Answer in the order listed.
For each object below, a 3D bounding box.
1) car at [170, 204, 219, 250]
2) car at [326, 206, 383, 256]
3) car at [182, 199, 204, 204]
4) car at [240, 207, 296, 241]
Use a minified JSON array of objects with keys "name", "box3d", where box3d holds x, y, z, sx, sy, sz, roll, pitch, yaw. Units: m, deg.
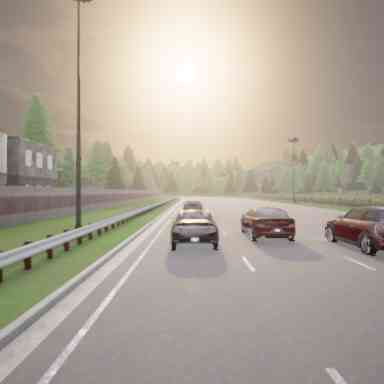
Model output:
[{"name":"car","box3d":[0.100,1.475,14.230,2.128,1.511,4.902,0,0,0]},{"name":"car","box3d":[7.101,1.337,13.252,2.097,1.767,4.553,0,0,0]},{"name":"car","box3d":[0.097,1.468,32.616,1.837,1.490,4.892,0,0,0]},{"name":"car","box3d":[3.599,1.459,16.459,1.882,1.535,5.008,0,0,0]}]
